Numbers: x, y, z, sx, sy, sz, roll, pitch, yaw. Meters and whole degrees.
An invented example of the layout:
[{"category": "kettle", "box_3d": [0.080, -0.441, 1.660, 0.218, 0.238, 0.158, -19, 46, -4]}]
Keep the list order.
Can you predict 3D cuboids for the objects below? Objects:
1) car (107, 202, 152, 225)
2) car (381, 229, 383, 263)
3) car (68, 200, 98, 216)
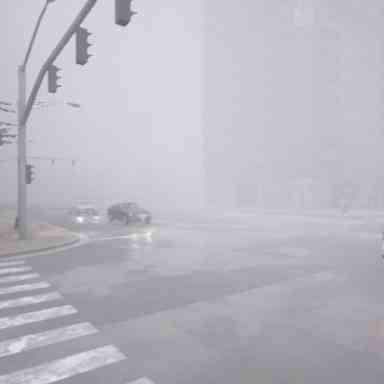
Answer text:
[{"category": "car", "box_3d": [-4.569, 1.494, 23.943, 2.128, 1.511, 4.902, 0, 0, -34]}, {"category": "car", "box_3d": [7.285, 1.175, 8.943, 5.566, 2.045, 2.150, -1, 0, -35]}, {"category": "car", "box_3d": [-10.756, 1.528, 32.764, 1.812, 1.442, 4.674, 0, 0, -35]}]
